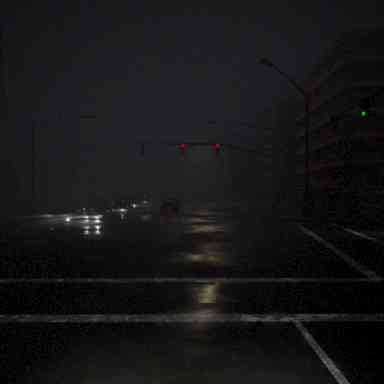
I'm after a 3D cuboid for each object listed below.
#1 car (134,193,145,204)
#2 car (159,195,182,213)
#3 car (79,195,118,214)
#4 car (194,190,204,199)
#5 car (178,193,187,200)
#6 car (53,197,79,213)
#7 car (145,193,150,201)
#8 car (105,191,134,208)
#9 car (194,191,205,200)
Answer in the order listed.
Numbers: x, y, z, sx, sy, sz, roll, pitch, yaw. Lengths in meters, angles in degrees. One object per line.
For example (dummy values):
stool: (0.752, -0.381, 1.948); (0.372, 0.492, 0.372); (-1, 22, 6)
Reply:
car: (-9.280, 1.129, 52.943); (2.033, 1.411, 5.357); (0, 1, 1)
car: (-2.296, 1.383, 35.149); (1.812, 1.442, 4.674); (0, 1, 1)
car: (-9.519, 1.367, 34.257); (2.128, 1.511, 4.902); (0, 1, 1)
car: (1.604, 0.551, 75.795); (2.097, 1.767, 4.553); (0, 1, 1)
car: (-1.932, 0.910, 65.270); (2.033, 1.411, 5.357); (0, 1, 1)
car: (-13.007, 1.344, 35.324); (1.882, 1.535, 5.008); (0, 1, 1)
car: (-9.093, 0.943, 63.478); (2.033, 1.411, 5.357); (0, 1, 1)
car: (-9.402, 1.103, 43.298); (2.097, 1.767, 4.553); (0, 1, 1)
car: (1.574, 0.851, 65.405); (2.128, 1.511, 4.902); (0, 1, 1)
